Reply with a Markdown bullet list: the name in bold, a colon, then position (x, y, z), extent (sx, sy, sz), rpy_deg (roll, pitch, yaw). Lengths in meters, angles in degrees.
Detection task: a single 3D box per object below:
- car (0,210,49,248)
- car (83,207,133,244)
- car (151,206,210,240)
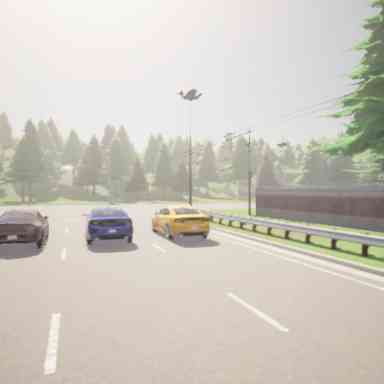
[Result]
- **car**: position (-7.185, 1.472, 14.093), extent (1.812, 1.442, 4.674), rpy_deg (0, 0, -20)
- **car**: position (-4.035, 1.427, 15.677), extent (1.882, 1.535, 5.008), rpy_deg (0, 0, -20)
- **car**: position (-0.744, 1.431, 16.869), extent (1.882, 1.535, 5.008), rpy_deg (0, 0, -20)
